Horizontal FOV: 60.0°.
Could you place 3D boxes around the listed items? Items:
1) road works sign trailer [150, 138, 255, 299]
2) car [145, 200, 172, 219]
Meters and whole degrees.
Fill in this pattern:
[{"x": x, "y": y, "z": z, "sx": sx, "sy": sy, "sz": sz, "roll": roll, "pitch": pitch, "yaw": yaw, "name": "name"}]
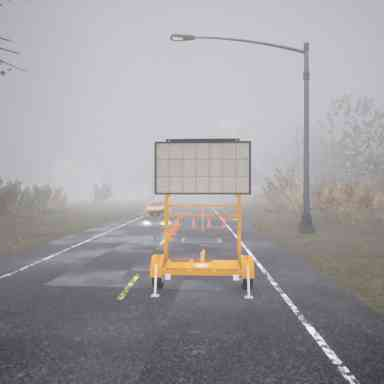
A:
[{"x": 0.273, "y": 0.461, "z": 8.470, "sx": 2.380, "sy": 3.560, "sz": 2.880, "roll": 0, "pitch": 0, "yaw": 3, "name": "road works sign trailer"}, {"x": -2.857, "y": 1.466, "z": 28.829, "sx": 1.882, "sy": 1.535, "sz": 5.008, "roll": 0, "pitch": 0, "yaw": 1, "name": "car"}]
